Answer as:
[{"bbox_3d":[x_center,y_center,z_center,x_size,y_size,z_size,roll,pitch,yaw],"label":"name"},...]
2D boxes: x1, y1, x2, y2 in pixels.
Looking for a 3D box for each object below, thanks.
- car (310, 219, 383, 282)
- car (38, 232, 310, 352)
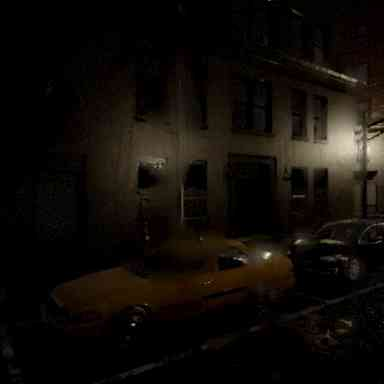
[{"bbox_3d":[4.499,1.477,9.398,4.403,1.369,2.008,-1,0,-36],"label":"car"},{"bbox_3d":[-0.132,1.499,6.094,4.829,1.417,1.752,-1,0,-36],"label":"car"}]
